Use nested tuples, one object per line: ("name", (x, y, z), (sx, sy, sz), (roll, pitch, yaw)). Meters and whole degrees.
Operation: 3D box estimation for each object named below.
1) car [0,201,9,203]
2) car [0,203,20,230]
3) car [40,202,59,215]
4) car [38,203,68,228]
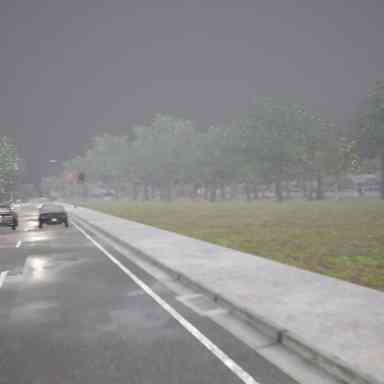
("car", (-30.904, 2.196, 54.528), (1.895, 1.301, 4.718), (-1, 0, -24))
("car", (-13.089, 1.803, 22.984), (2.128, 1.511, 4.902), (-1, 0, -24))
("car", (-17.515, 2.030, 40.777), (1.994, 1.385, 4.181), (-1, 0, -24))
("car", (-10.323, 1.745, 24.739), (1.882, 1.535, 5.008), (-1, 0, -24))
